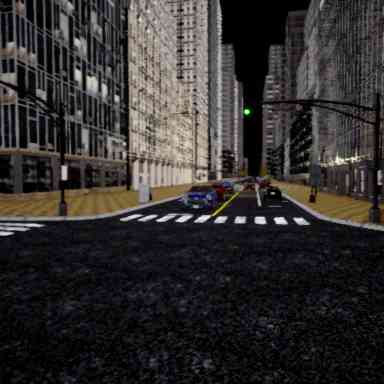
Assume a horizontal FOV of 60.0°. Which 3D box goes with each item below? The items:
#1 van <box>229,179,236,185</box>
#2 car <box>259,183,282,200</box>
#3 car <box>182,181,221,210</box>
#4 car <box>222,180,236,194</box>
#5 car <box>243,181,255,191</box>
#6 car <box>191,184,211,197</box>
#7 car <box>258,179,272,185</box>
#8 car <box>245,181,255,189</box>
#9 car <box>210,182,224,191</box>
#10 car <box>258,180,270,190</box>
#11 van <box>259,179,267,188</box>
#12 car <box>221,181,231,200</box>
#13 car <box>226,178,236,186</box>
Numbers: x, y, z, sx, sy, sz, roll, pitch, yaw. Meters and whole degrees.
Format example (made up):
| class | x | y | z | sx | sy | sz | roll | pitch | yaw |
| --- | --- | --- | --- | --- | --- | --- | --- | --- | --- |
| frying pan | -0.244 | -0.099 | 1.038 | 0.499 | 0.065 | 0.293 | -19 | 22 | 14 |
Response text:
| class | x | y | z | sx | sy | sz | roll | pitch | yaw |
| --- | --- | --- | --- | --- | --- | --- | --- | --- | --- |
| van | 11.474 | -2.892 | 94.110 | 1.690 | 1.788 | 3.998 | 0 | 3 | 11 |
| car | 7.921 | 0.062 | 32.966 | 1.947 | 1.339 | 4.313 | 0 | 3 | 11 |
| car | 0.642 | 0.277 | 23.768 | 2.097 | 1.767 | 4.553 | 0 | 3 | 10 |
| car | 4.645 | -0.527 | 44.932 | 2.128 | 1.511 | 4.902 | 0 | 3 | 11 |
| car | 9.416 | -0.852 | 54.340 | 1.895 | 1.301 | 4.718 | 0 | 3 | 11 |
| car | 1.162 | -0.202 | 39.870 | 1.802 | 1.307 | 4.206 | 0 | 3 | 11 |
| car | 11.997 | -1.162 | 54.664 | 2.192 | 1.841 | 5.009 | 0 | 3 | 11 |
| car | 11.235 | -1.400 | 64.331 | 1.837 | 1.490 | 4.892 | 0 | 3 | 11 |
| car | 4.256 | -0.949 | 56.145 | 1.947 | 1.339 | 4.313 | 0 | 3 | 11 |
| car | 13.029 | -1.283 | 60.095 | 1.967 | 1.590 | 4.097 | 0 | 3 | 11 |
| van | 15.091 | -1.873 | 70.940 | 1.690 | 1.788 | 3.998 | 0 | 3 | 11 |
| car | 2.513 | -0.043 | 33.768 | 1.882 | 1.535 | 5.008 | 0 | 3 | 11 |
| car | 10.443 | -2.672 | 88.684 | 2.192 | 1.841 | 5.009 | 0 | 3 | 11 |
